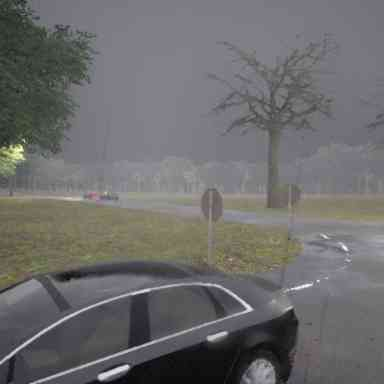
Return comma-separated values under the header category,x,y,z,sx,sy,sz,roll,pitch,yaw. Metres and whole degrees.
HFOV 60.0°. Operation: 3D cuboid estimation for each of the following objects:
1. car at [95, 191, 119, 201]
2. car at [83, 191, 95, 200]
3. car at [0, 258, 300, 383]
category,x,y,z,sx,sy,sz,roll,pitch,yaw
car,-13.389,0.660,53.550,2.128,1.511,4.902,2,-1,-35
car,-18.151,0.612,60.108,1.882,1.535,5.008,2,-1,-36
car,-1.023,1.513,3.138,4.892,1.490,1.837,0,0,-35
